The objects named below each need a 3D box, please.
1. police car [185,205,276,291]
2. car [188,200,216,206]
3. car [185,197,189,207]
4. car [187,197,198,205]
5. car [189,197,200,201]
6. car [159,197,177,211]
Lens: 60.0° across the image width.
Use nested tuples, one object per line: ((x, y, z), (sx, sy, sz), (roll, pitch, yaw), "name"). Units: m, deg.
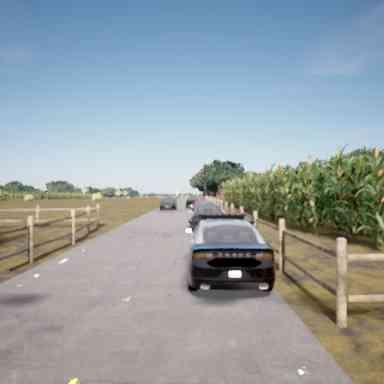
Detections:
((0.844, 1.385, 9.057), (1.930, 1.638, 5.238), (0, 0, 0), "police car")
((0.866, 1.433, 18.950), (1.837, 1.490, 4.892), (0, 0, 0), "car")
((0.109, 1.370, 45.546), (1.882, 1.535, 5.008), (0, 0, 0), "car")
((0.130, 1.500, 59.395), (1.895, 1.301, 4.718), (0, 0, 0), "car")
((0.879, 1.390, 24.951), (1.882, 1.535, 5.008), (0, 0, 0), "car")
((-2.759, 1.371, 39.559), (1.882, 1.535, 5.008), (0, 0, 0), "car")
